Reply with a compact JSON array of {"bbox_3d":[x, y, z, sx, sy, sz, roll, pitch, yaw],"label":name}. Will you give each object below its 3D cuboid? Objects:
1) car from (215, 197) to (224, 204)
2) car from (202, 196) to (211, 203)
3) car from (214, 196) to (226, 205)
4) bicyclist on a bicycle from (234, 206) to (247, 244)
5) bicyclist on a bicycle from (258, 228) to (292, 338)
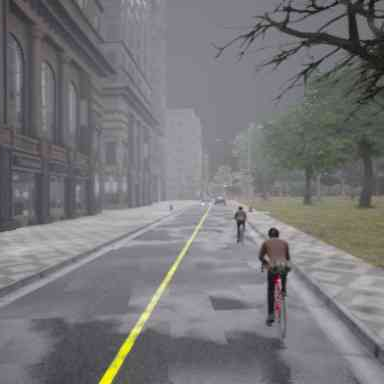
[{"bbox_3d":[6.180,1.790,74.506,1.812,1.442,4.674,-1,0,5],"label":"car"},{"bbox_3d":[3.423,1.684,77.680,2.097,1.767,4.553,-1,0,5],"label":"car"},{"bbox_3d":[5.431,1.551,64.102,2.097,1.767,4.553,-1,0,5],"label":"car"},{"bbox_3d":[2.152,1.467,14.634,0.582,1.620,1.656,-1,-1,5],"label":"bicyclist on a bicycle"},{"bbox_3d":[1.426,1.449,5.665,0.582,1.620,1.656,-1,0,5],"label":"bicyclist on a bicycle"}]
